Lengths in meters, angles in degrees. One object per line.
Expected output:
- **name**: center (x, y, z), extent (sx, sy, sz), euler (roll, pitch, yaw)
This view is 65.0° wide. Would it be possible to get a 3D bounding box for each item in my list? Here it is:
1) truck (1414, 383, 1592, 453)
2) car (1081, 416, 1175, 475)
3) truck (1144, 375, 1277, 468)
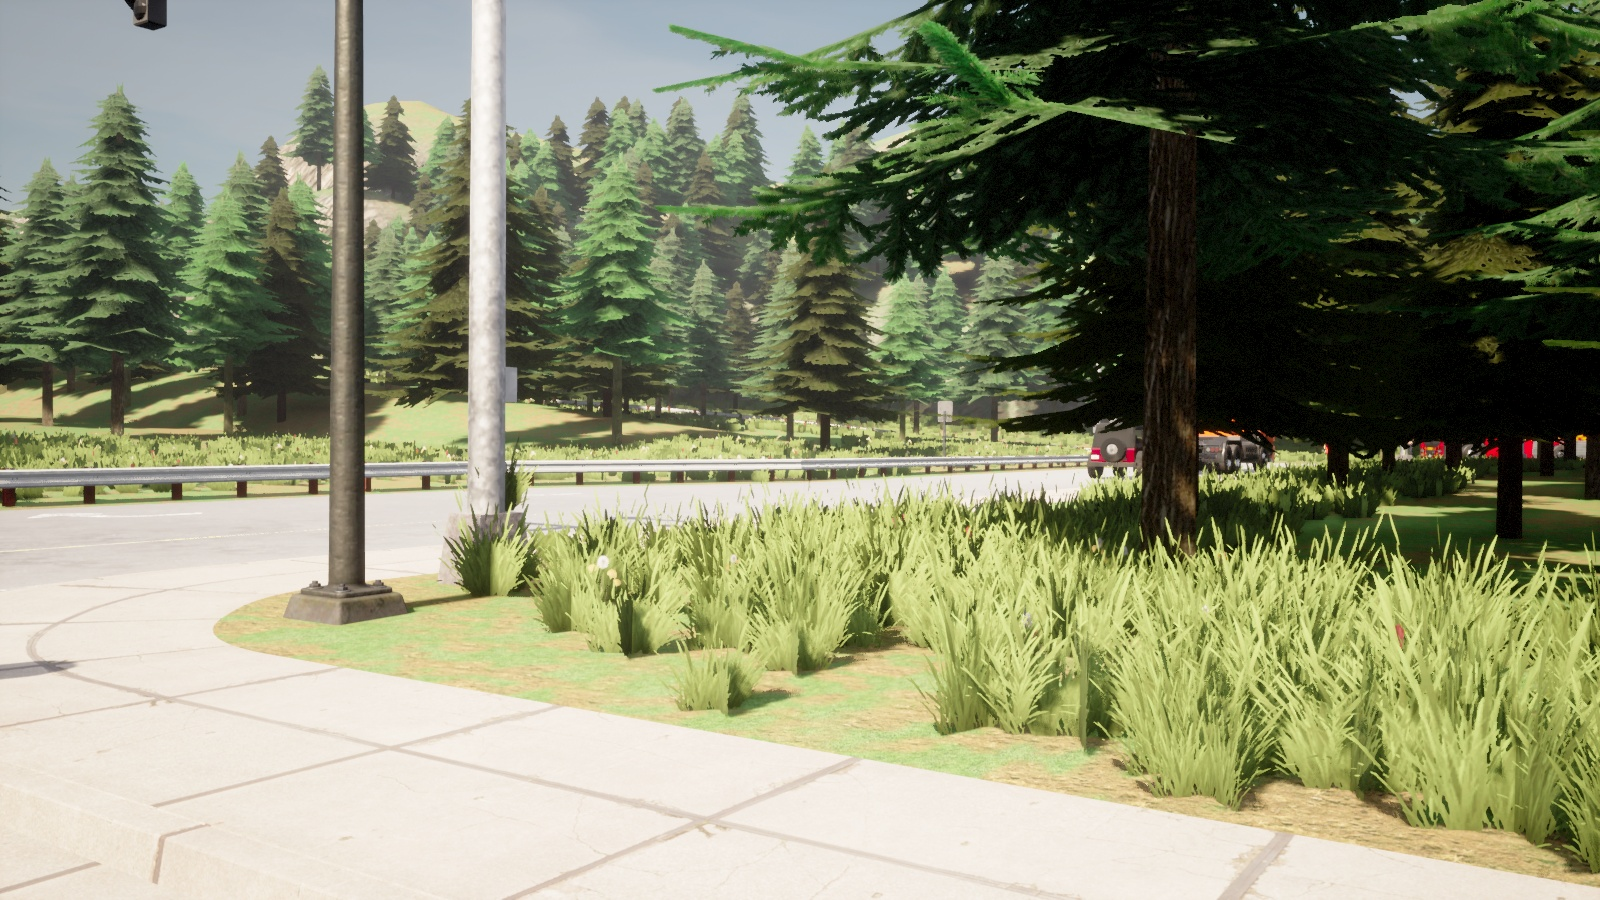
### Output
- **truck**: center (39.904, -1.797, 71.496), extent (8.468, 3.827, 2.891), euler (0, 1, 2)
- **car**: center (11.144, -0.181, 42.538), extent (1.905, 1.878, 3.866), euler (0, 1, 34)
- **truck**: center (16.632, -1.117, 50.478), extent (2.891, 3.462, 7.936), euler (0, 1, 35)
